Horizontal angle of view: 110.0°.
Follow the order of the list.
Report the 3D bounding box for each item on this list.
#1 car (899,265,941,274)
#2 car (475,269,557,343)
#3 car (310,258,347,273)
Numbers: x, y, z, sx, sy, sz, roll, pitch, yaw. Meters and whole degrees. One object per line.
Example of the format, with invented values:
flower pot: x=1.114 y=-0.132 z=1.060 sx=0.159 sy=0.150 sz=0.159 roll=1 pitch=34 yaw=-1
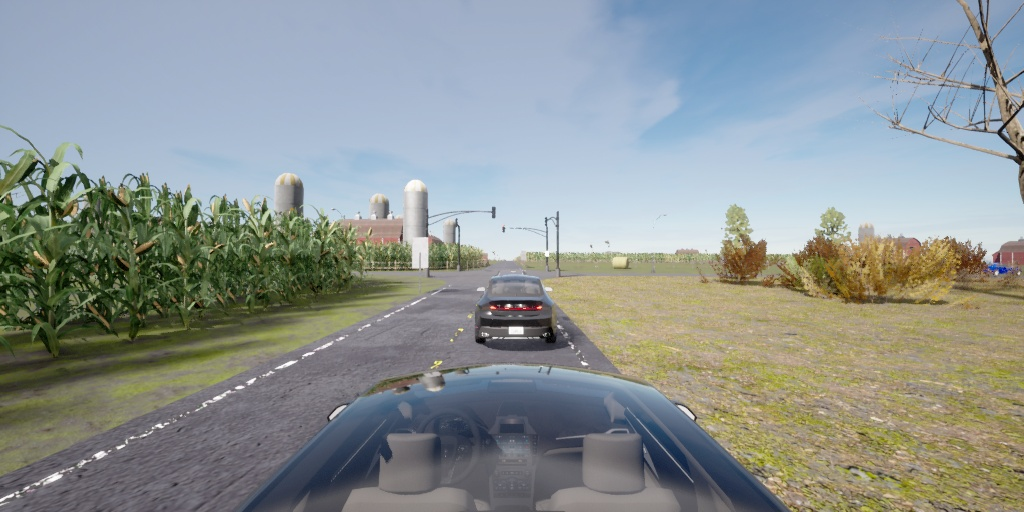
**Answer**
car: x=48.555 y=1.768 z=42.531 sx=4.181 sy=1.385 sz=1.994 roll=1 pitch=-1 yaw=-5
car: x=0.079 y=1.259 z=9.662 sx=1.837 sy=1.490 sz=4.892 roll=0 pitch=0 yaw=0
car: x=-19.832 y=0.930 z=37.646 sx=4.553 sy=1.767 sz=2.097 roll=0 pitch=-1 yaw=-3
